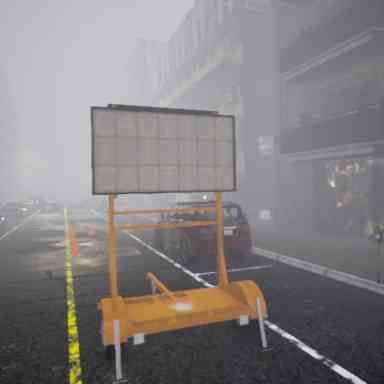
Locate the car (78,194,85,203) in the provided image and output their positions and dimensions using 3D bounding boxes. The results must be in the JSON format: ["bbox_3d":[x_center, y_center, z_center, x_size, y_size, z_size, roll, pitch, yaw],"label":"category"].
[{"bbox_3d":[-21.980,1.474,69.039,1.947,1.339,4.313,-2,1,-21],"label":"car"}]

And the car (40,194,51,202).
[{"bbox_3d":[-35.855,1.416,81.737,2.192,1.841,5.009,-2,1,-21],"label":"car"}]

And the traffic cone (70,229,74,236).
[{"bbox_3d":[-4.826,1.941,13.503,0.340,0.580,0.340,-1,0,-21],"label":"traffic cone"}]

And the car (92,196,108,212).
[{"bbox_3d":[-9.966,1.426,37.829,1.752,1.417,4.829,-2,1,-21],"label":"car"}]

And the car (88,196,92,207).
[{"bbox_3d":[-11.916,1.467,42.899,1.947,1.339,4.313,-2,1,-21],"label":"car"}]

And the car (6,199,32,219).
[{"bbox_3d":[-15.720,1.639,29.460,2.008,1.369,4.403,-2,1,-21],"label":"car"}]

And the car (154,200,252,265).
[{"bbox_3d":[0.152,1.212,11.528,2.192,1.841,5.009,-2,1,-21],"label":"car"}]

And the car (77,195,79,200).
[{"bbox_3d":[-23.993,1.460,74.268,2.008,1.369,4.403,-2,1,-21],"label":"car"}]

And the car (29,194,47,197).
[{"bbox_3d":[-23.779,1.407,50.369,2.192,1.841,5.009,-2,1,-21],"label":"car"}]

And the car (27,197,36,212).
[{"bbox_3d":[-19.745,1.640,39.916,2.008,1.369,4.403,-2,1,-21],"label":"car"}]

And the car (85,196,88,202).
[{"bbox_3d":[-13.933,1.343,48.126,1.967,1.590,4.097,-2,1,-21],"label":"car"}]

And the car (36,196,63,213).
[{"bbox_3d":[-16.167,1.522,37.942,2.128,1.511,4.902,-1,0,-21],"label":"car"}]

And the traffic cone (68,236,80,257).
[{"bbox_3d":[-4.108,1.941,11.636,0.340,0.580,0.340,-1,0,-21],"label":"traffic cone"}]

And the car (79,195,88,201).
[{"bbox_3d":[-26.067,1.436,79.654,1.752,1.417,4.829,-2,1,-21],"label":"car"}]

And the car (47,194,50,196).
[{"bbox_3d":[-33.834,1.649,76.511,2.008,1.369,4.403,-2,1,-21],"label":"car"}]

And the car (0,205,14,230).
[{"bbox_3d":[-11.694,1.668,19.004,1.802,1.307,4.206,-2,1,-21],"label":"car"}]

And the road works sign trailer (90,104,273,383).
[{"bbox_3d":[-0.436,0.421,5.564,2.380,3.560,2.880,-1,0,-20],"label":"road works sign trailer"}]

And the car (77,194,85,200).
[{"bbox_3d":[-30.035,1.354,89.950,1.967,1.590,4.097,-2,1,-21],"label":"car"}]
